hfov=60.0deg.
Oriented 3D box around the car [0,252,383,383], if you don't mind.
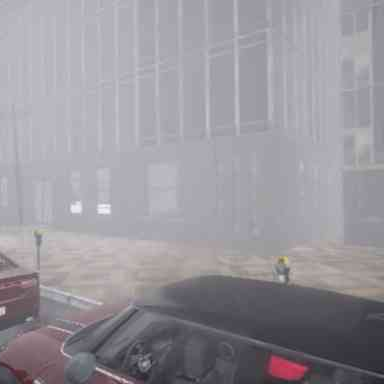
[{"bbox_3d":[0.066,1.443,2.688,4.097,1.590,1.967,0,-1,36],"label":"car"}]
